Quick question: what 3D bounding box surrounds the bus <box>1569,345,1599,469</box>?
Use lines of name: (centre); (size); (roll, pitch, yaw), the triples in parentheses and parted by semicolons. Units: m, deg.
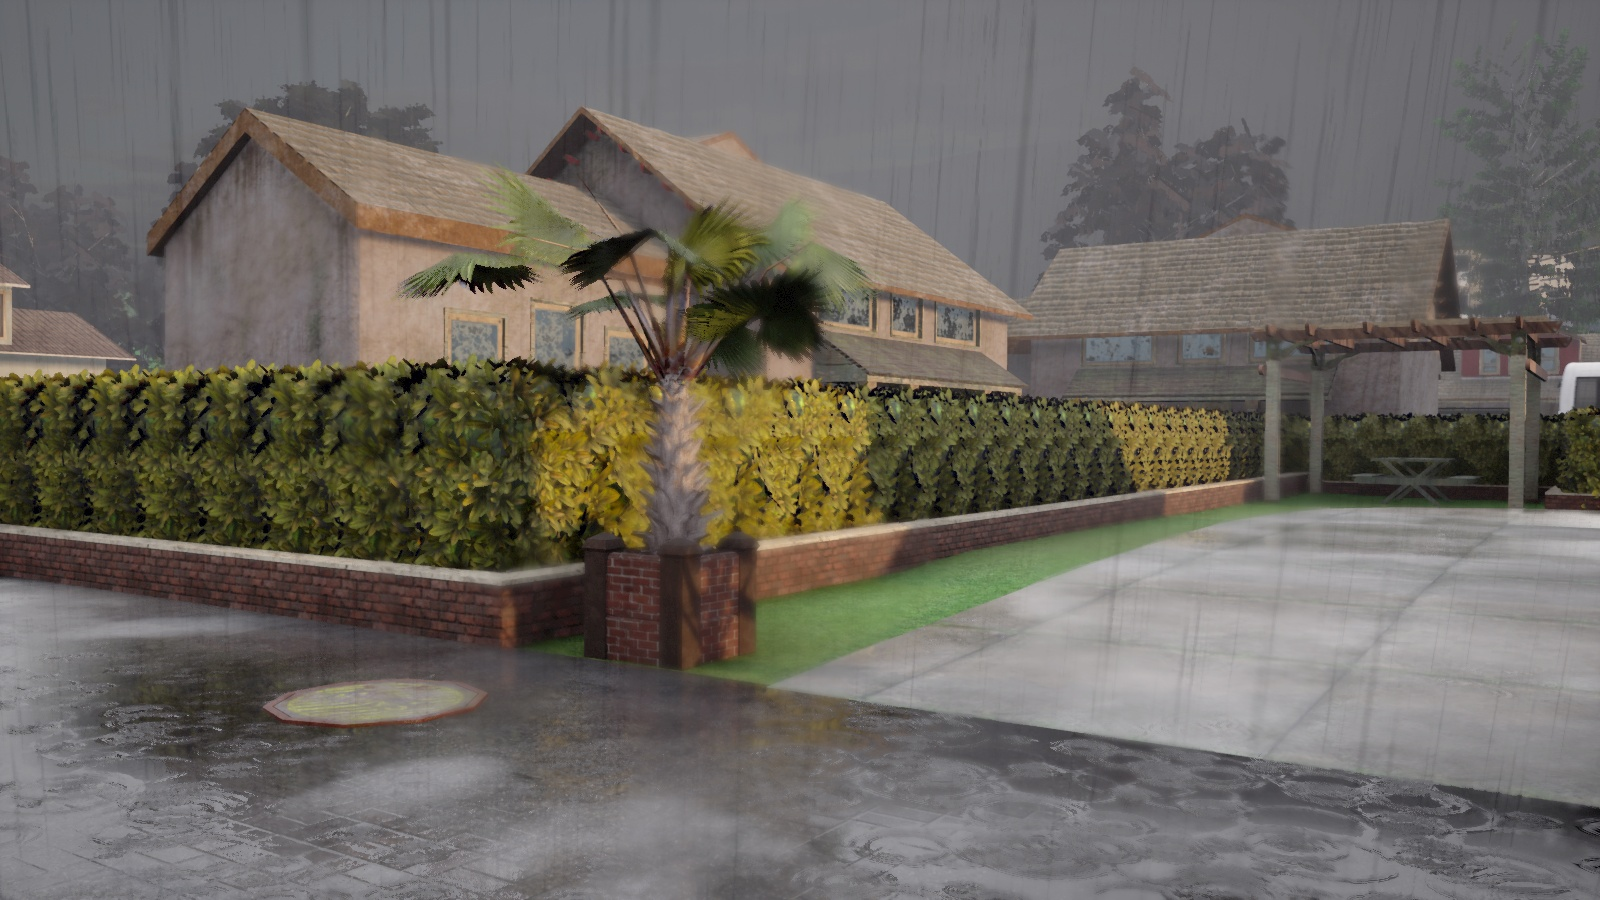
bus: (32.060, -1.514, 42.373); (10.273, 4.253, 3.944); (0, 1, 34)
